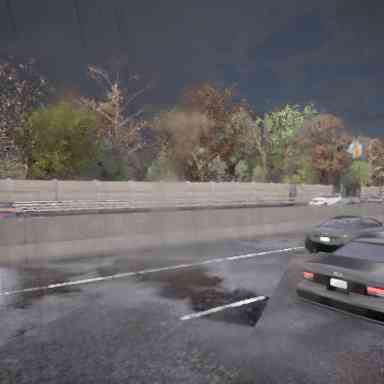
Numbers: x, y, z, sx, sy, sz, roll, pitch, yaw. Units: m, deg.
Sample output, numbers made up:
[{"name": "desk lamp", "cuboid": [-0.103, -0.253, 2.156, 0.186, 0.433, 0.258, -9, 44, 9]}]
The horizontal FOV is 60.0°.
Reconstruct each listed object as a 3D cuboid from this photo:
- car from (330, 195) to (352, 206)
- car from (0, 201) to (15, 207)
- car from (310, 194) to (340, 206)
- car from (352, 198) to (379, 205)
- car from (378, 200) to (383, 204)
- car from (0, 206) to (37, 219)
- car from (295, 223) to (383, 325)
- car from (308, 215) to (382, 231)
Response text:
[{"name": "car", "cuboid": [21.089, 1.547, 44.795, 4.674, 1.442, 1.812, 0, 0, -35]}, {"name": "car", "cuboid": [-13.030, 1.353, 20.492, 4.553, 1.767, 2.097, 0, 0, -35]}, {"name": "car", "cuboid": [19.376, 1.246, 47.859, 5.566, 2.045, 2.150, 0, 0, -35]}, {"name": "car", "cuboid": [22.403, 1.621, 41.434, 4.718, 1.301, 1.895, 0, 0, -35]}, {"name": "car", "cuboid": [23.817, 1.621, 38.152, 4.718, 1.301, 1.895, 0, 0, -35]}, {"name": "car", "cuboid": [-8.866, 1.548, 14.865, 5.357, 1.411, 2.033, 0, 0, -35]}, {"name": "car", "cuboid": [4.452, 1.549, 6.923, 5.357, 1.411, 2.033, 0, 0, -35]}, {"name": "car", "cuboid": [6.124, 1.567, 12.408, 4.181, 1.385, 1.994, 0, 0, -36]}]
